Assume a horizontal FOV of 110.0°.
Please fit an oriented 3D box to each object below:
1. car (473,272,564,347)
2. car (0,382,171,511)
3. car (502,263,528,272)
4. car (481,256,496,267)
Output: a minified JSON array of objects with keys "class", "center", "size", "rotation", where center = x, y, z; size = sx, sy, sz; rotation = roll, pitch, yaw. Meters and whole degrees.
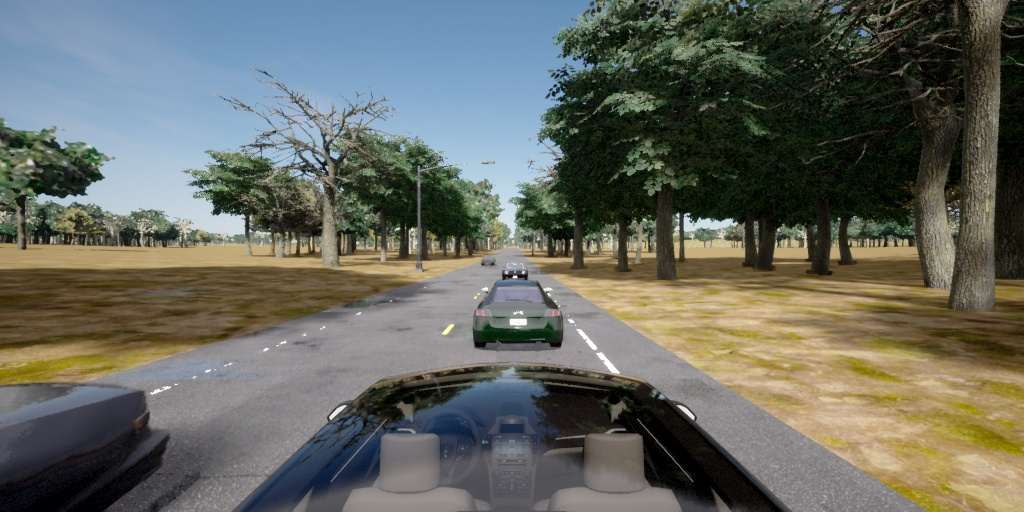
[{"class":"car","center":[0.135,1.293,9.248],"size":[1.994,1.385,4.181],"rotation":[0,0,0]},{"class":"car","center":[-3.608,1.297,0.362],"size":[2.033,1.411,5.357],"rotation":[0,0,0]},{"class":"car","center":[0.225,1.159,27.173],"size":[1.895,1.301,4.718],"rotation":[0,1,0]},{"class":"car","center":[-3.328,0.723,50.786],"size":[1.882,1.535,5.008],"rotation":[0,1,1]}]
